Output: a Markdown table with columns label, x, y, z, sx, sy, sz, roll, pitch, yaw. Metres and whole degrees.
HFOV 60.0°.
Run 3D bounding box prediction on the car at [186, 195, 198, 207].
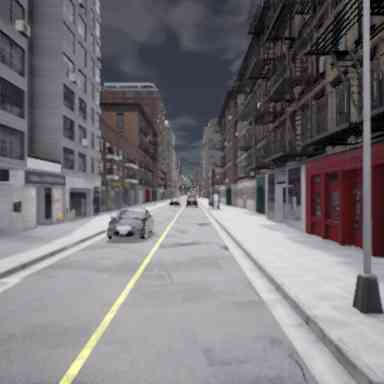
| label | x | y | z | sx | sy | sz | roll | pitch | yaw |
| --- | --- | --- | --- | --- | --- | --- | --- | --- | --- |
| car | -0.001 | 1.773 | 56.762 | 1.882 | 1.535 | 5.008 | 0 | -1 | 0 |

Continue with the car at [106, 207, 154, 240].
| label | x | y | z | sx | sy | sz | roll | pitch | yaw |
| --- | --- | --- | --- | --- | --- | --- | --- | --- | --- |
| car | -3.106 | 1.561 | 17.484 | 2.128 | 1.511 | 4.902 | 0 | 0 | 0 |

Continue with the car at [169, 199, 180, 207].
| label | x | y | z | sx | sy | sz | roll | pitch | yaw |
| --- | --- | --- | --- | --- | --- | --- | --- | --- | --- |
| car | -3.054 | 1.906 | 58.970 | 1.895 | 1.301 | 4.718 | 0 | 0 | 1 |

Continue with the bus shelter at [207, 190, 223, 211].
| label | x | y | z | sx | sy | sz | roll | pitch | yaw |
| --- | --- | --- | --- | --- | --- | --- | --- | --- | --- |
| bus shelter | 3.120 | 1.105 | 45.690 | 1.920 | 2.740 | 3.880 | 0 | 0 | 0 |
